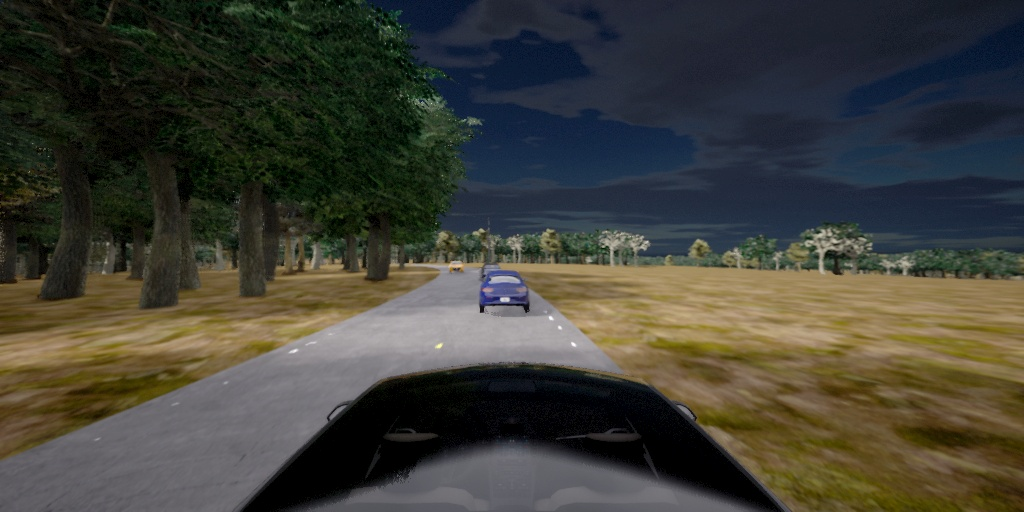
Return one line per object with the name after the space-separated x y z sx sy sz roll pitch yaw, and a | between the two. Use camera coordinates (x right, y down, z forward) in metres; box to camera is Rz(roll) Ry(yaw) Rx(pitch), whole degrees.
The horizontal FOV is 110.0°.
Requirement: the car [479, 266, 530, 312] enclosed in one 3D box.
-0.341 1.287 14.184 1.812 1.442 4.674 0 0 -3 | car

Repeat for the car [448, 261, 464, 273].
-7.379 1.443 47.548 1.882 1.535 5.008 0 -1 -10 | car

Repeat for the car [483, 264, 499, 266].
-1.874 1.379 32.168 2.033 1.411 5.357 0 0 -7 | car
